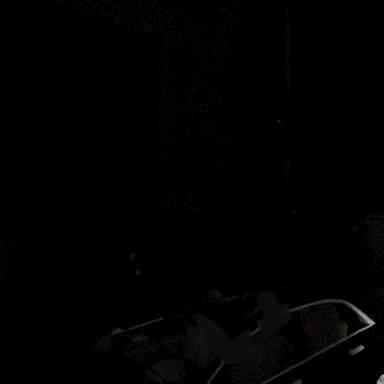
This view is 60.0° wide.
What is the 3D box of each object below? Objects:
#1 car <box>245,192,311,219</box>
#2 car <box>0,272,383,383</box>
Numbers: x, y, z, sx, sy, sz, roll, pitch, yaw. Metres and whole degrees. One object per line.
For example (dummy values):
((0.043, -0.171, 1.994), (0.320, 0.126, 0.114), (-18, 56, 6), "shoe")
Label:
((6.707, 0.998, 26.582), (2.150, 2.045, 5.566), (0, 1, -35), "car")
((0.293, 1.551, 3.016), (4.403, 1.369, 2.008), (0, 0, -36), "car")
